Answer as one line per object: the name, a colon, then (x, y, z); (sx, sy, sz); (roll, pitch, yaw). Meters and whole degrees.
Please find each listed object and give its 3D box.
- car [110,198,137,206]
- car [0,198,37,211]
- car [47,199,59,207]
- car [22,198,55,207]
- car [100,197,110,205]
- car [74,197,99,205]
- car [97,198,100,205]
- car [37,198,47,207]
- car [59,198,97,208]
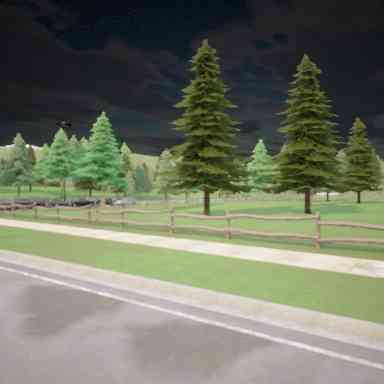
car: (-12.067, 1.783, 60.696); (1.812, 1.442, 4.674); (0, 0, 35)
car: (-23.697, 1.608, 44.174); (2.097, 1.767, 4.553); (0, 0, 35)
car: (-20.420, 1.825, 54.925); (2.033, 1.411, 5.357); (0, 0, 35)
car: (-26.760, 1.809, 58.045); (2.128, 1.511, 4.902); (0, 0, 35)
car: (-14.235, 1.825, 63.660); (2.033, 1.411, 5.357); (0, 0, 36)
car: (-20.979, 1.842, 66.149); (1.812, 1.442, 4.674); (0, 0, 35)
car: (-17.394, 1.775, 65.210); (1.882, 1.535, 5.008); (0, 0, 35)
car: (-23.681, 1.861, 56.355); (1.994, 1.385, 4.181); (0, 0, 35)
car: (-17.887, 1.763, 52.444); (1.837, 1.490, 4.892); (0, 0, 35)
